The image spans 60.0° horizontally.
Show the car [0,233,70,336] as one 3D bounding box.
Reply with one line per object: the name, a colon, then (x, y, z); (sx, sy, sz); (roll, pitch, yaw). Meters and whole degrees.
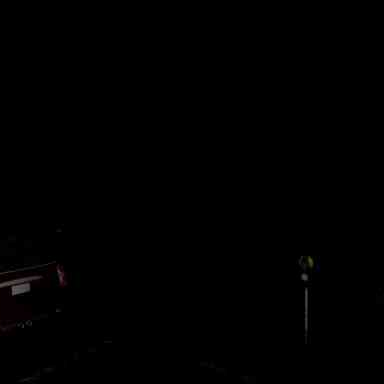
car: (-4.079, 1.440, 5.988); (4.097, 1.590, 1.967); (0, 0, 36)
